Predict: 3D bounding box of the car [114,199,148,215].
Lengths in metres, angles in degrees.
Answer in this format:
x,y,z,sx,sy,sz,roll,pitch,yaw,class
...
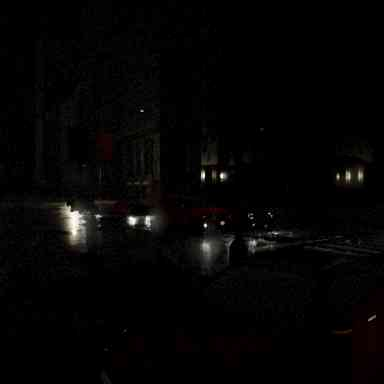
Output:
x,y,z,sx,sy,sz,roll,pitch,yaw,class
-6.197,1.458,33.353,1.882,1.535,5.008,0,0,-35,car

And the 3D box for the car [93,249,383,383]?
x,y,z,sx,sy,sz,roll,pitch,yaw,class
1.165,1.524,4.072,4.674,1.442,1.812,0,1,-41,car

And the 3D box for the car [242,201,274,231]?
x,y,z,sx,sy,sz,roll,pitch,yaw,class
2.863,1.337,20.557,2.097,1.767,4.553,0,0,-35,car

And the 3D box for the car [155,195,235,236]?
x,y,z,sx,sy,sz,roll,pitch,yaw,class
-0.054,1.214,19.039,2.150,2.045,5.566,0,0,-35,car

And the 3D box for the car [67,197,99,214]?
x,y,z,sx,sy,sz,roll,pitch,yaw,class
-11.270,1.492,34.903,1.837,1.490,4.892,0,0,-35,car
